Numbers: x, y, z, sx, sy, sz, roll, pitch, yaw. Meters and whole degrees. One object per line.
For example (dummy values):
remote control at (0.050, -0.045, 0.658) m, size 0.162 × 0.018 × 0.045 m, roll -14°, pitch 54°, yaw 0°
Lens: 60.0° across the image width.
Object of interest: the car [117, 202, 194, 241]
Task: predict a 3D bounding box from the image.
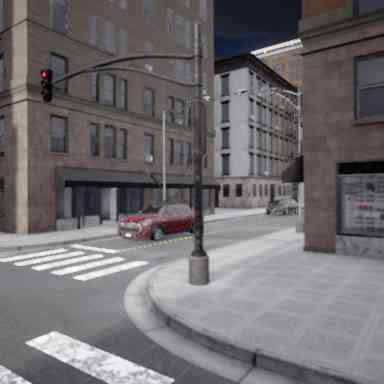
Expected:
car at (-1.587, 1.352, 16.855) m, size 2.097 × 1.767 × 4.553 m, roll -1°, pitch 0°, yaw 35°

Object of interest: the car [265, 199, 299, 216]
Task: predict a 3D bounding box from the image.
car at (8.473, 1.404, 31.050) m, size 1.837 × 1.490 × 4.892 m, roll -1°, pitch 0°, yaw 35°
